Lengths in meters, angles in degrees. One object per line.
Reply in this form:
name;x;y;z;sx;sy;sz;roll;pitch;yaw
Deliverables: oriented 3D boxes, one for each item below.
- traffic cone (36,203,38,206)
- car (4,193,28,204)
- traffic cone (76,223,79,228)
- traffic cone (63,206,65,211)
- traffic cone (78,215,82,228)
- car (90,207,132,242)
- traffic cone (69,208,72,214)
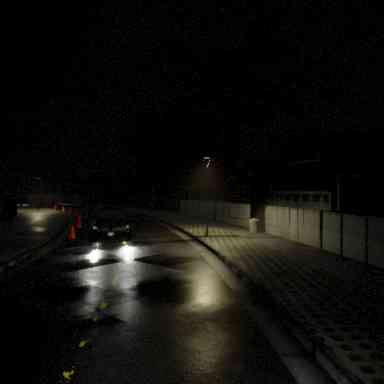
traffic cone;-23.513;1.914;50.386;0.340;0.580;0.340;0;0;-42
car;-32.331;1.165;60.817;5.566;2.045;2.150;0;0;37
traffic cone;-5.868;1.949;16.304;0.340;0.580;0.340;0;0;-13
traffic cone;-14.930;1.928;38.676;0.340;0.580;0.340;0;0;-31
traffic cone;-7.119;1.945;20.986;0.340;0.580;0.340;0;0;-17
car;-3.999;1.519;16.467;1.812;1.442;4.674;0;0;-14
traffic cone;-12.570;1.932;34.443;0.340;0.580;0.340;0;0;-27
